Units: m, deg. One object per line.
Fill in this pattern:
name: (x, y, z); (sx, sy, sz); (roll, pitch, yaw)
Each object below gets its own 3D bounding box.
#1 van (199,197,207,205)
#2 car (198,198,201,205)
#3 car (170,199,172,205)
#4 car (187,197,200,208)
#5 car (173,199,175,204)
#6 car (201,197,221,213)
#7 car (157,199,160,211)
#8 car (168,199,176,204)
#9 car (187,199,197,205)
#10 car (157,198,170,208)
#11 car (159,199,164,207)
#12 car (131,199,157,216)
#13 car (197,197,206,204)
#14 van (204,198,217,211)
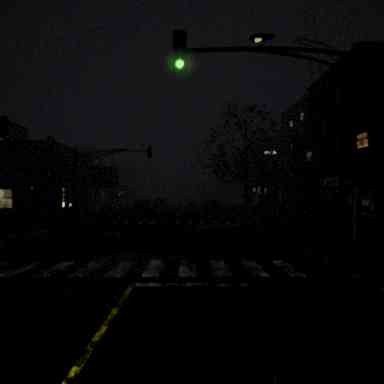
van: (2.682, 2.240, 82.642); (1.690, 1.788, 3.998); (-1, -1, 0)
car: (2.685, 2.210, 60.465); (2.008, 1.369, 4.403); (-1, -1, 0)
car: (-5.698, 2.034, 66.011); (2.192, 1.841, 5.009); (-1, -1, 0)
car: (-0.004, 2.178, 64.243); (1.882, 1.535, 5.008); (0, -1, 0)
car: (-5.697, 2.384, 77.096); (1.887, 1.381, 4.507); (-1, -1, 0)
car: (2.683, 1.794, 43.837); (2.192, 1.841, 5.009); (-1, -1, 0)
car: (-5.695, 2.023, 43.833); (1.887, 1.381, 4.507); (-1, -1, 0)
car: (-5.698, 2.584, 93.726); (1.947, 1.339, 4.313); (-1, -1, 0)
car: (-0.004, 2.263, 74.693); (1.994, 1.385, 4.181); (0, -1, 0)
car: (-5.699, 1.974, 60.467); (2.192, 1.841, 5.009); (-1, -1, 0)
car: (-5.695, 2.121, 49.377); (1.802, 1.307, 4.206); (-1, -1, 0)
car: (-5.697, 1.734, 38.292); (2.192, 1.841, 5.009); (-1, -1, 0)
car: (2.681, 2.333, 93.729); (2.192, 1.841, 5.009); (-1, -1, 0)
van: (2.683, 1.880, 49.380); (1.690, 1.788, 3.998); (-1, -1, 0)
